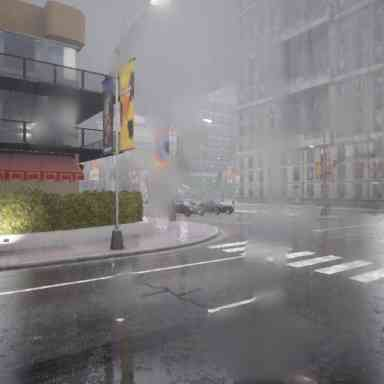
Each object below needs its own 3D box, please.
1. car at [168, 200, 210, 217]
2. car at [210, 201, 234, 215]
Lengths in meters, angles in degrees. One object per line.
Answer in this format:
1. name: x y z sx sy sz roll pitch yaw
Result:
1. car: -0.647 1.526 32.065 1.812 1.442 4.674 0 0 -35
2. car: 2.204 1.601 34.094 1.895 1.301 4.718 0 0 -35
